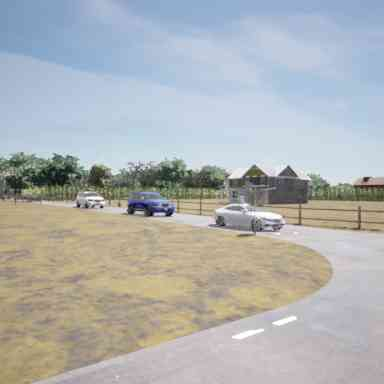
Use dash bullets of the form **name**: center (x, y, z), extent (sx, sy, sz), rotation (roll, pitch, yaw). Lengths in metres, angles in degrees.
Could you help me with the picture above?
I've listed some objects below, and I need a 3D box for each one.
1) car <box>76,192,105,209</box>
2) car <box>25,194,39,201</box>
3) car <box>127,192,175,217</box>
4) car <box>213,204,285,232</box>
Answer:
- **car**: center (-12.634, 1.003, 41.282), extent (2.150, 2.045, 5.566), rotation (2, -1, -36)
- **car**: center (-40.173, 1.533, 84.298), extent (2.128, 1.511, 4.902), rotation (2, -2, -36)
- **car**: center (-3.698, 1.046, 28.855), extent (2.150, 2.045, 5.566), rotation (2, -1, -36)
- **car**: center (3.193, 1.421, 19.461), extent (1.812, 1.442, 4.674), rotation (2, -1, -38)
